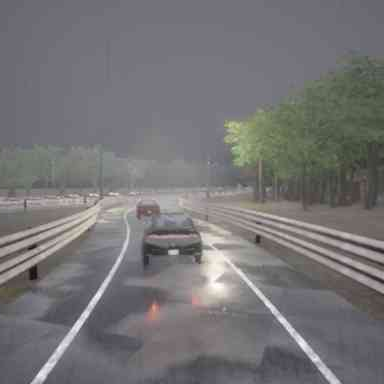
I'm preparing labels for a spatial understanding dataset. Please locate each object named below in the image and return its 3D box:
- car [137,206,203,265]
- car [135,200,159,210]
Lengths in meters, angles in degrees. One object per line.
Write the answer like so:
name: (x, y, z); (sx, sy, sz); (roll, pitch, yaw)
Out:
car: (-0.778, 1.471, 11.733); (2.128, 1.511, 4.902); (0, 0, -6)
car: (-3.811, 1.405, 28.720); (1.882, 1.535, 5.008); (-1, 0, -11)
